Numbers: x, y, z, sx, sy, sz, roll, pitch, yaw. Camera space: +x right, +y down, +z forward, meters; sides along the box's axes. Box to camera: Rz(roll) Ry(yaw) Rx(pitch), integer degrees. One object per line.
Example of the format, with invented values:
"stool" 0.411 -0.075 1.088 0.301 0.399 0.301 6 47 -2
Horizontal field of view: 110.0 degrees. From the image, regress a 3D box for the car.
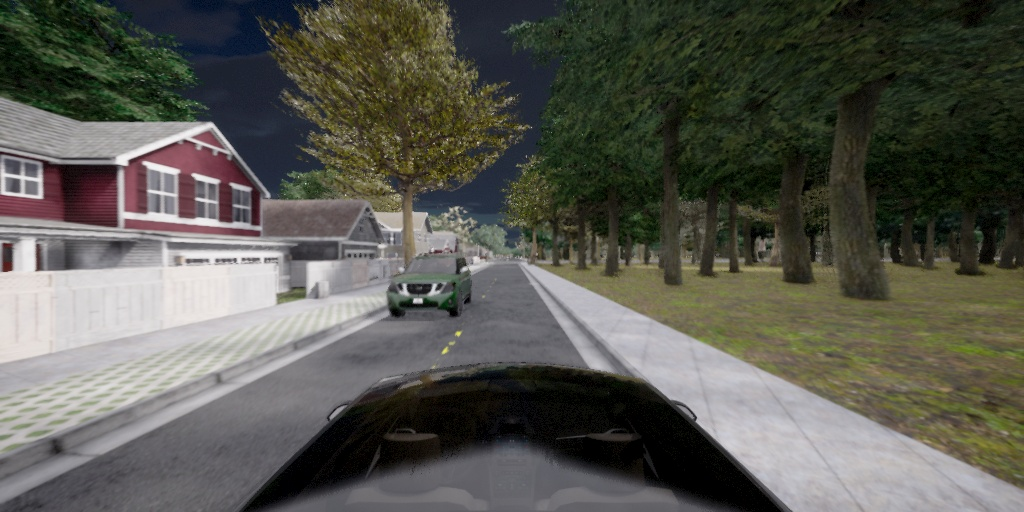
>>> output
"car" -2.745 0.950 13.256 2.150 2.045 5.566 0 0 0
